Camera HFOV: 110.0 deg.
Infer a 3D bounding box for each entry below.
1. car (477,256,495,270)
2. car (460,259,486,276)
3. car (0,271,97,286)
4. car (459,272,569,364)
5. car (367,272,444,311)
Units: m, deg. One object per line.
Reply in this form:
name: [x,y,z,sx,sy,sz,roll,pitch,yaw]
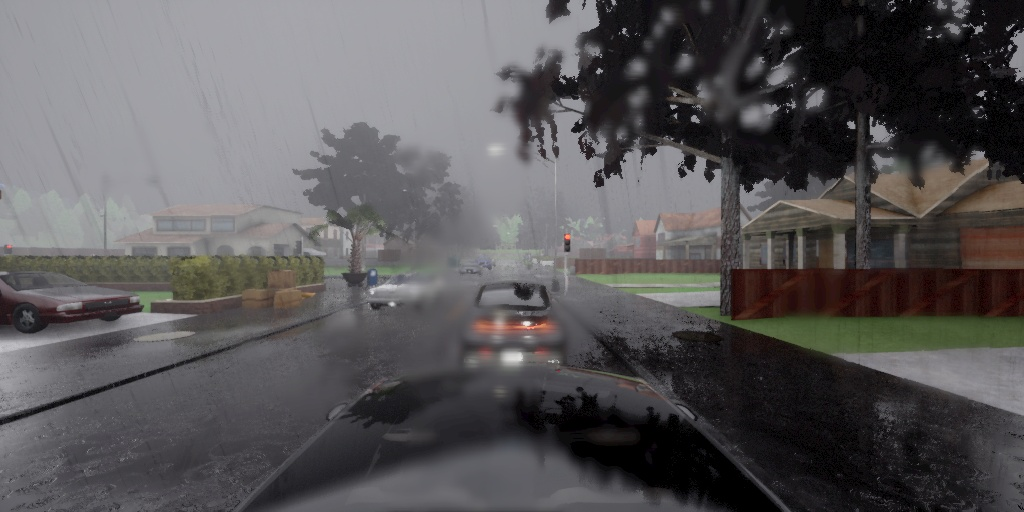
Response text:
car: [-4.096,0.969,52.284,2.150,2.045,5.566,0,0,0]
car: [-4.100,1.314,36.600,1.994,1.385,4.181,0,0,0]
car: [-34.225,1.241,26.760,4.902,1.511,2.128,0,0,0]
car: [0.043,1.255,7.686,1.837,1.490,4.892,0,0,0]
car: [-4.100,1.351,14.508,1.895,1.301,4.718,0,0,0]
